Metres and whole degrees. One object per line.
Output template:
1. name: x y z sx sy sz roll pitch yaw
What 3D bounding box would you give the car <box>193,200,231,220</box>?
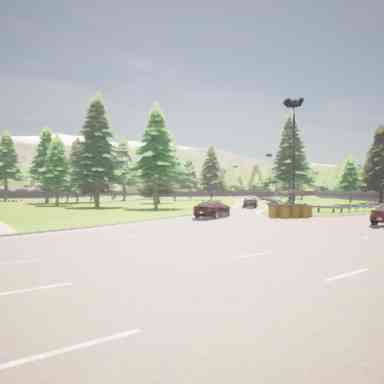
1. car: 1.819 1.470 28.701 1.882 1.535 5.008 0 0 26

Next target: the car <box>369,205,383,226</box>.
1. car: 13.540 1.515 22.023 4.674 1.442 1.812 0 0 -36

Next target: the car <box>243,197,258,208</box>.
1. car: 8.409 1.477 47.521 2.128 1.511 4.902 0 0 15
